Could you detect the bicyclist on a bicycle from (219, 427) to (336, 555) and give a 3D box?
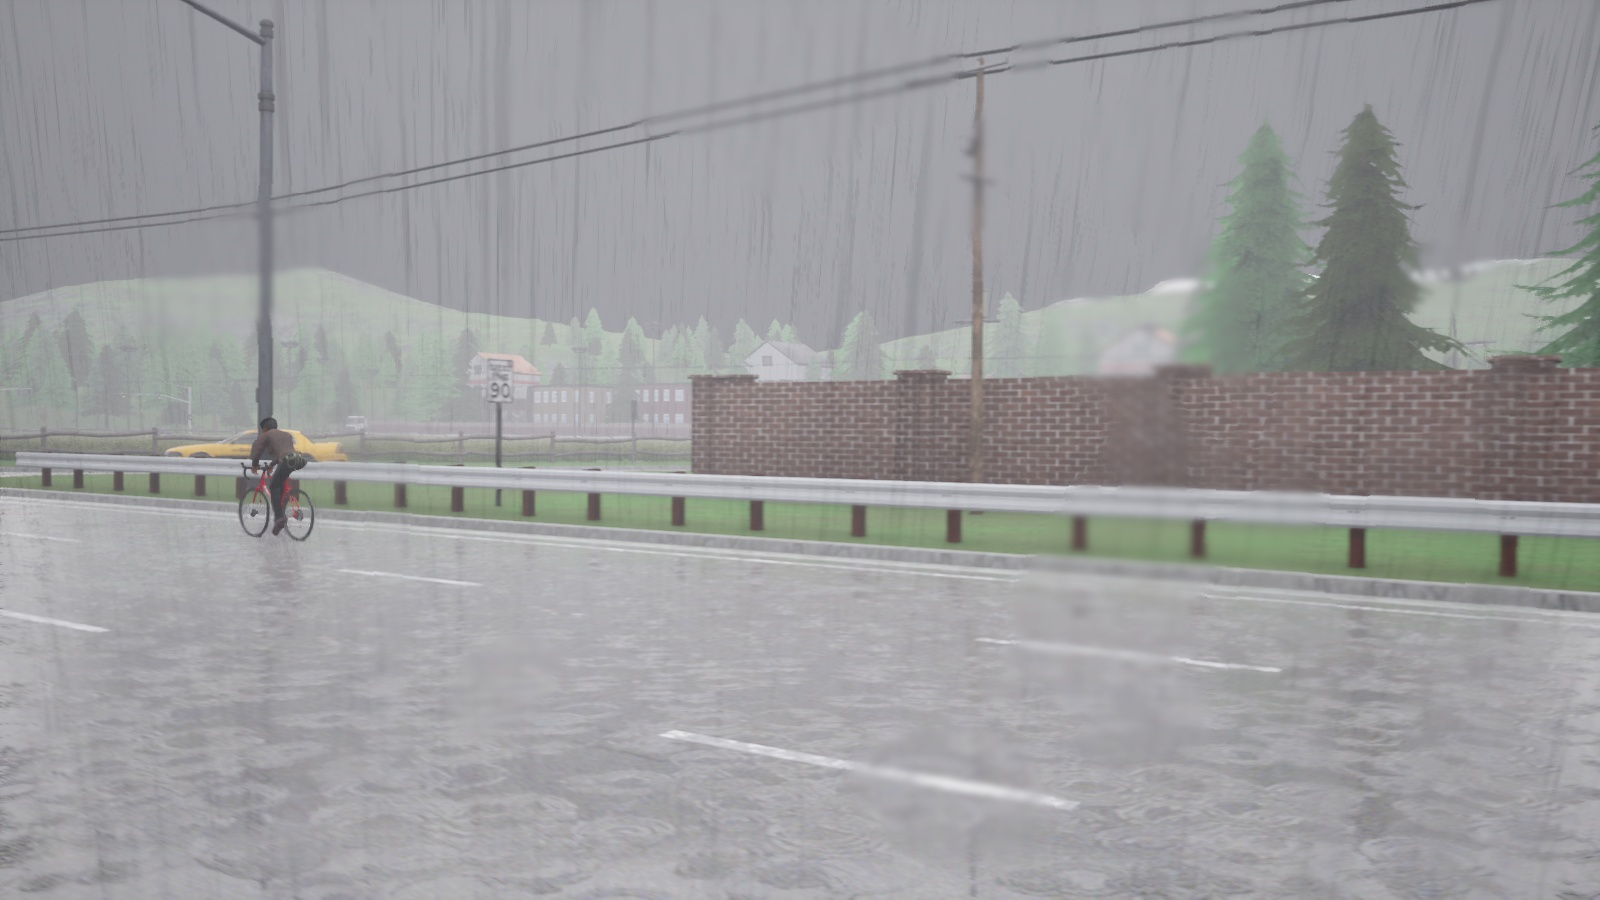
[{"bbox_3d":[-6.930,0.520,16.629,1.656,1.620,0.582,0,1,34],"label":"bicyclist on a bicycle"}]

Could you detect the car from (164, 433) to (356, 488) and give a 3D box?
[{"bbox_3d":[-16.766,0.288,39.168,5.366,1.575,1.801,-1,1,-23],"label":"car"}]
